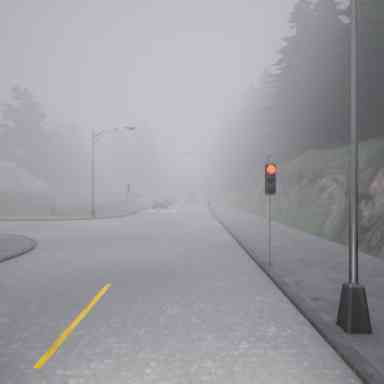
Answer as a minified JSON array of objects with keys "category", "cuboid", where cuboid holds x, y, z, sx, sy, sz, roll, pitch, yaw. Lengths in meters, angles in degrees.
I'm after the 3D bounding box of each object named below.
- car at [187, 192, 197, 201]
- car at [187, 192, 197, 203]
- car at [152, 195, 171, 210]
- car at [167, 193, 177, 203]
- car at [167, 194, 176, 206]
[{"category":"car","cuboid":[-0.016,1.108,78.413,2.150,2.045,5.566,0,0,0]},{"category":"car","cuboid":[-0.014,1.352,68.317,2.097,1.767,4.553,0,0,0]},{"category":"car","cuboid":[-4.093,1.526,43.507,1.812,1.442,4.674,0,0,0]},{"category":"car","cuboid":[-4.053,1.222,64.711,2.150,2.045,5.566,0,0,0]},{"category":"car","cuboid":[-4.101,1.477,53.799,1.882,1.535,5.008,0,0,0]}]
